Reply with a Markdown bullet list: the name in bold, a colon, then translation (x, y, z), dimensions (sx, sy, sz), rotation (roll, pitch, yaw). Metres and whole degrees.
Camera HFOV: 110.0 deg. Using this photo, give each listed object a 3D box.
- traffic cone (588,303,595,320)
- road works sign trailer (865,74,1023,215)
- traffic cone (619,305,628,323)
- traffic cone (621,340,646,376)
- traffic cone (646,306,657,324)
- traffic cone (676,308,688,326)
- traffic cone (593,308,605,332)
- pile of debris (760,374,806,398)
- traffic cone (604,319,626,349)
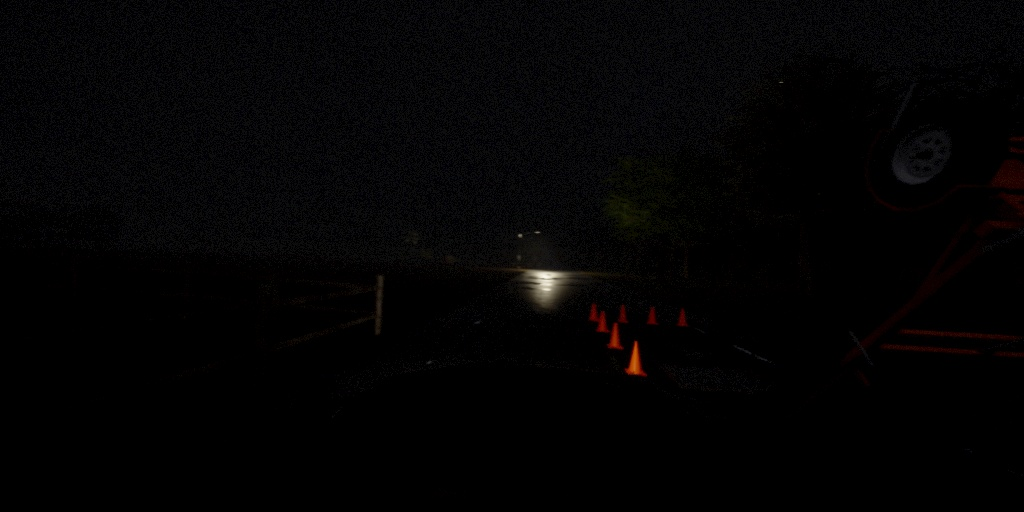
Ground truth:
- **traffic cone**: translation (2.861, 1.955, 12.616), dimensions (0.340, 0.580, 0.340), rotation (0, 0, 6)
- **road works sign trailer**: translation (4.014, -2.178, 1.706), dimensions (2.380, 3.560, 2.880), rotation (0, 0, 6)
- **traffic cone**: translation (3.854, 2.000, 12.518), dimensions (0.340, 0.580, 0.340), rotation (0, 0, 6)
- **traffic cone**: translation (2.276, 1.864, 6.646), dimensions (0.340, 0.580, 0.340), rotation (0, 0, 6)
- **traffic cone**: translation (4.848, 2.044, 12.420), dimensions (0.340, 0.580, 0.340), rotation (0, 0, 6)
- **traffic cone**: translation (5.841, 2.088, 12.322), dimensions (0.340, 0.580, 0.340), rotation (0, 0, 6)
- **traffic cone**: translation (2.666, 1.925, 10.626), dimensions (0.340, 0.580, 0.340), rotation (0, 0, 6)
- **pile of debris**: translation (3.752, 2.140, 6.506), dimensions (1.860, 0.140, 1.500), rotation (0, 0, 6)
- **traffic cone**: translation (2.471, 1.894, 8.636), dimensions (0.340, 0.580, 0.340), rotation (0, 0, 6)
